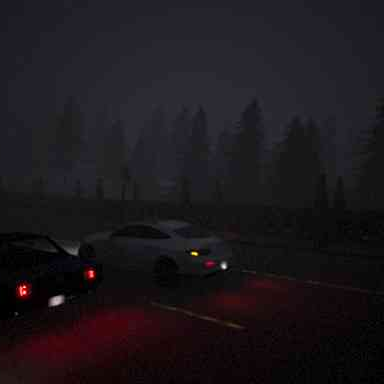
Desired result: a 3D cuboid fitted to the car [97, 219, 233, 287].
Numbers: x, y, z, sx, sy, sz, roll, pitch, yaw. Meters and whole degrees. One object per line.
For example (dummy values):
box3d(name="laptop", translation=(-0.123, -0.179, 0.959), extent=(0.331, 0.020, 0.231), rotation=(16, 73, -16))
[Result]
box3d(name="car", translation=(-1.125, 1.460, 9.101), extent=(4.674, 1.442, 1.812), rotation=(1, 0, 36))

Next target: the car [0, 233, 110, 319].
box3d(name="car", translation=(-4.088, 1.523, 6.917), extent=(4.718, 1.301, 1.895), rotation=(1, 0, 36))
